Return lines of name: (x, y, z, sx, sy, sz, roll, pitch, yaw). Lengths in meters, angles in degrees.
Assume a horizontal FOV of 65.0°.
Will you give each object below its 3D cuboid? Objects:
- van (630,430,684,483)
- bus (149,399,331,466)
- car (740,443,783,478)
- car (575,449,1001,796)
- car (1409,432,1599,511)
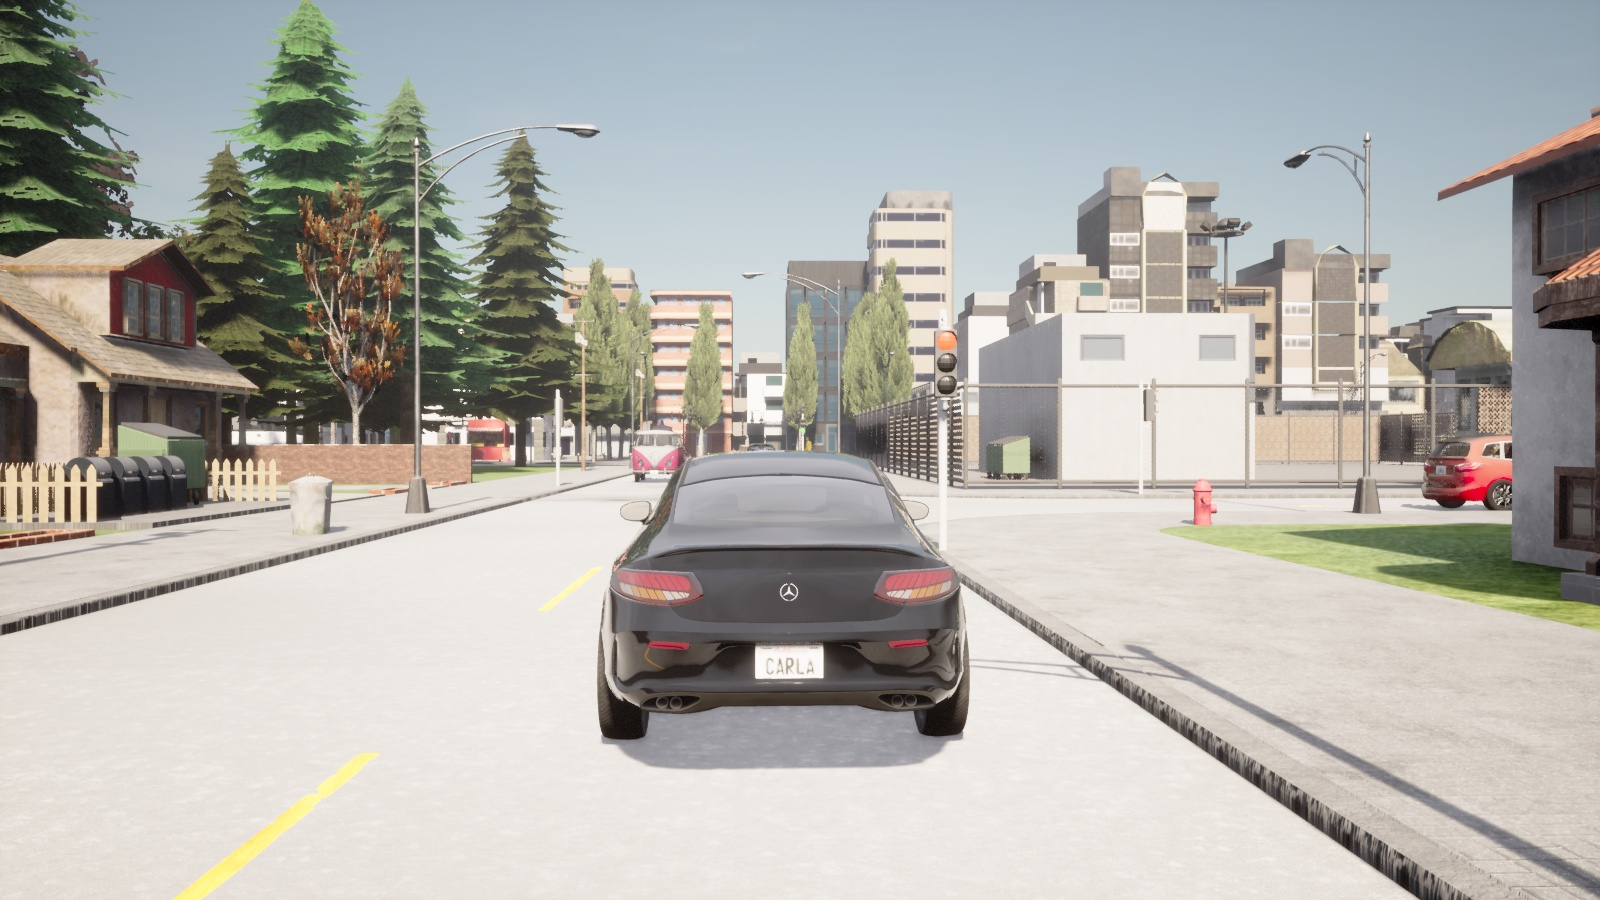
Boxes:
van: (-5.522, 0.218, 49.039, 1.775, 1.987, 4.442, 0, 0, -2)
bus: (-37.016, -1.130, 83.321, 10.273, 4.253, 3.944, 0, 0, -2)
car: (-1.709, 0.447, 55.188, 1.816, 1.474, 4.193, 0, 0, -2)
car: (-0.142, 0.729, 7.674, 1.812, 1.442, 4.674, 0, 0, -2)
car: (16.205, 0.448, 27.524, 4.611, 1.667, 2.242, 0, 0, -2)
